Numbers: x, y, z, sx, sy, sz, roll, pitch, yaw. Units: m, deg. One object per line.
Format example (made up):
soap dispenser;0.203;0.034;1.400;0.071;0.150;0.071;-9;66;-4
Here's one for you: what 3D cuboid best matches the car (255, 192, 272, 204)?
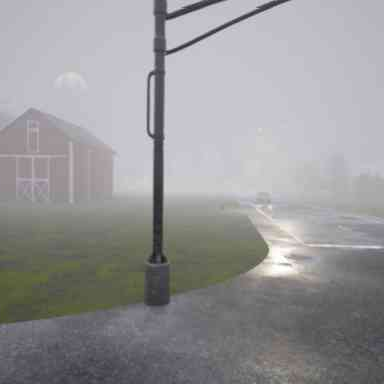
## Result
car;9.363;0.735;44.011;1.837;1.490;4.892;1;1;6
